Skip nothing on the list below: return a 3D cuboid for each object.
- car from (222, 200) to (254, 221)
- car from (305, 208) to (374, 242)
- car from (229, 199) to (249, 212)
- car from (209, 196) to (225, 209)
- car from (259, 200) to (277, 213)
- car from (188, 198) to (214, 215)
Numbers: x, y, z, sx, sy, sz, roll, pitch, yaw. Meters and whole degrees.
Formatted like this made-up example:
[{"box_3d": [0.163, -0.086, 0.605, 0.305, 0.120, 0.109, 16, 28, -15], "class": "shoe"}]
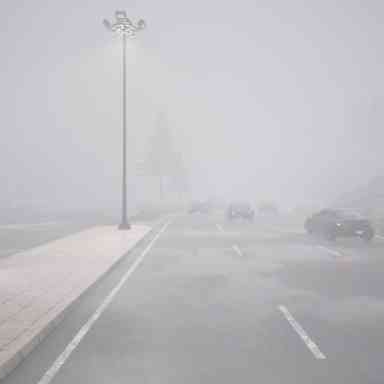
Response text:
[{"box_3d": [3.713, 1.601, 26.720, 1.895, 1.301, 4.718, 0, 0, 2], "class": "car"}, {"box_3d": [7.100, 1.526, 16.369, 1.812, 1.442, 4.674, 0, 0, 0], "class": "car"}, {"box_3d": [5.799, 1.601, 40.421, 1.895, 1.301, 4.718, 0, 0, 15], "class": "car"}, {"box_3d": [3.283, 1.352, 44.350, 2.097, 1.767, 4.553, 0, 0, 16], "class": "car"}, {"box_3d": [8.512, 1.601, 37.246, 1.895, 1.301, 4.718, 0, 0, 14], "class": "car"}, {"box_3d": [0.863, 1.601, 34.338, 1.895, 1.301, 4.718, 0, 0, 8], "class": "car"}]
